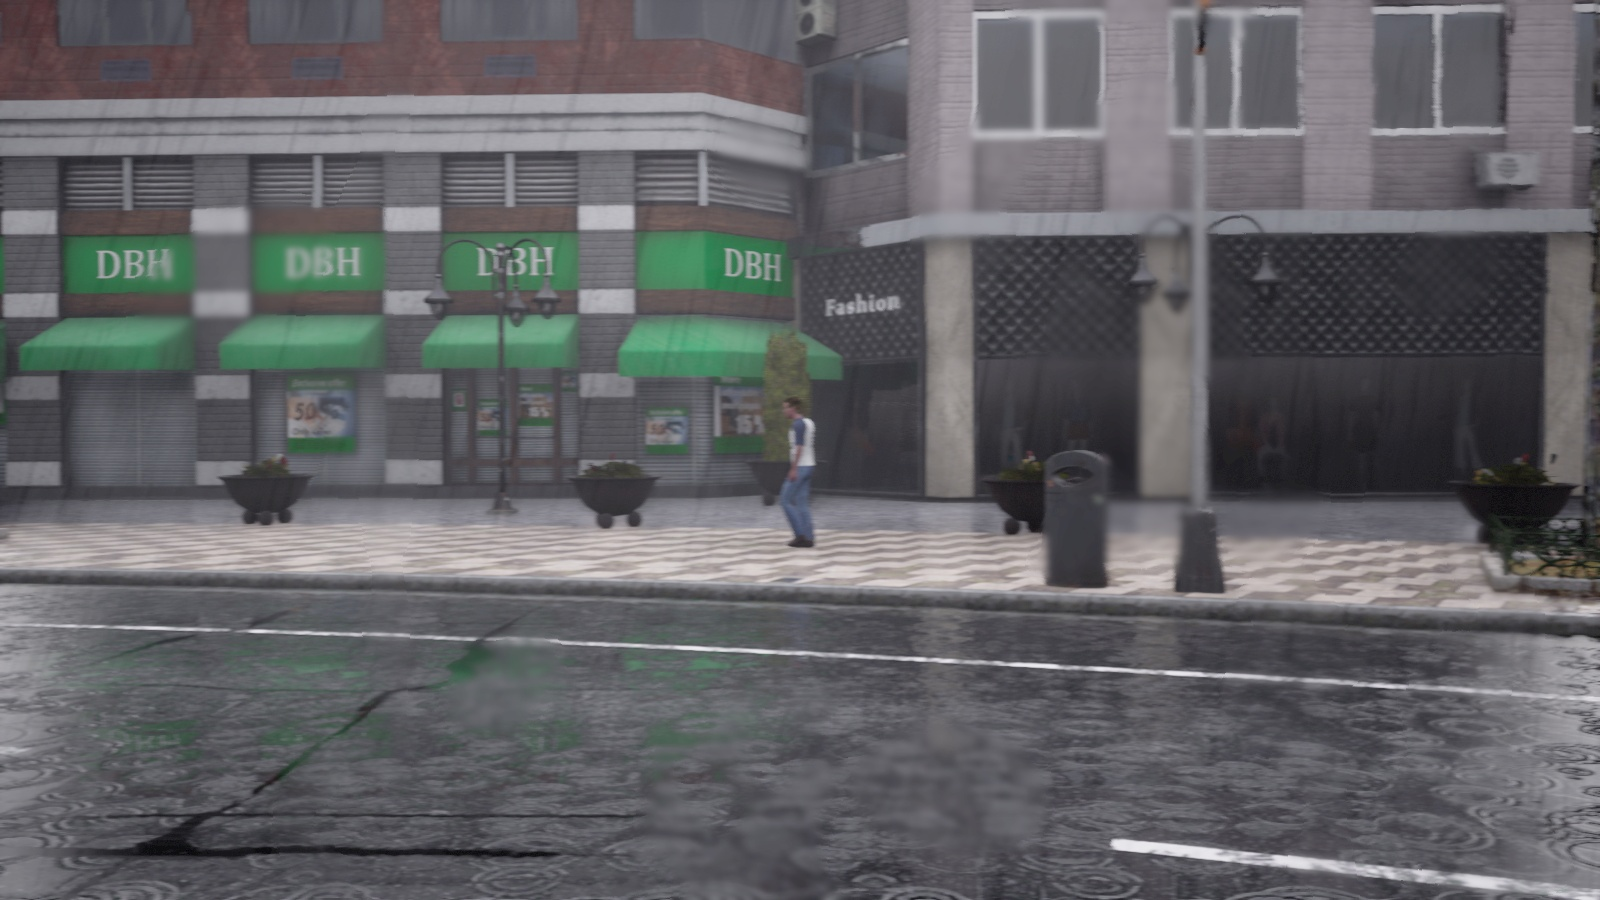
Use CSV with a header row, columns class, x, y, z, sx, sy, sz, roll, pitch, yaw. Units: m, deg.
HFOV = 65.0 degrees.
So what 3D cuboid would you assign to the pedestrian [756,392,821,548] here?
class,x,y,z,sx,sy,sz,roll,pitch,yaw
pedestrian,-0.134,0.229,15.007,0.706,1.836,0.354,0,1,12
